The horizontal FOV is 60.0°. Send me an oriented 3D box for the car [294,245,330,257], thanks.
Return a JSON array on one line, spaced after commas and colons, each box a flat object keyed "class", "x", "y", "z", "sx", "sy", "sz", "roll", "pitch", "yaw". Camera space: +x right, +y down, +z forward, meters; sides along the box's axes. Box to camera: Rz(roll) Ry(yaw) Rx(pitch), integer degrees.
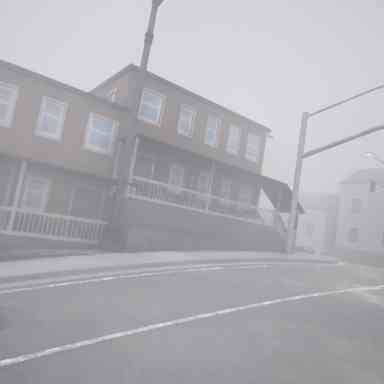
[{"class": "car", "x": 9.822, "y": 5.503, "z": 29.205, "sx": 2.097, "sy": 1.767, "sz": 4.553, "roll": 13, "pitch": -16, "yaw": -34}]
